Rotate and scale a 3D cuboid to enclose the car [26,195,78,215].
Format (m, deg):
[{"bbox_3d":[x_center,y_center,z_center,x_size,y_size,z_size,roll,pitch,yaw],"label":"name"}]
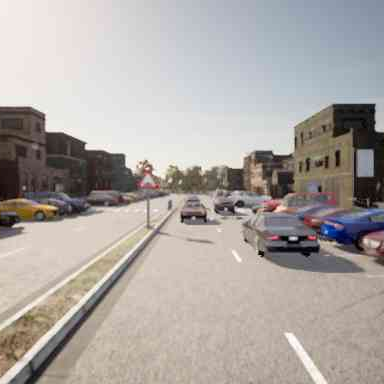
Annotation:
[{"bbox_3d":[-12.575,1.285,27.684,4.892,1.521,2.231,0,0,0],"label":"car"}]

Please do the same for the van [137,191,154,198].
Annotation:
[{"bbox_3d":[-12.369,0.629,88.825,4.442,1.987,1.878,0,0,0],"label":"van"}]

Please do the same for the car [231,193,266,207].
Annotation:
[{"bbox_3d":[7.707,1.060,45.798,4.553,1.767,2.185,0,0,0],"label":"car"}]

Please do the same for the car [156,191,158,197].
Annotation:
[{"bbox_3d":[-12.305,0.864,86.046,5.366,1.575,1.946,0,0,0],"label":"car"}]

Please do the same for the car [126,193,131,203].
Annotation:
[{"bbox_3d":[-12.545,1.136,52.699,4.674,1.452,2.002,0,0,0],"label":"car"}]

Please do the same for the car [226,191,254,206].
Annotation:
[{"bbox_3d":[7.702,0.955,43.162,5.566,2.045,2.435,0,0,0],"label":"car"}]

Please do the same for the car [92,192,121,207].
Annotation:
[{"bbox_3d":[-12.549,1.163,44.361,4.892,1.521,2.231,0,0,0],"label":"car"}]

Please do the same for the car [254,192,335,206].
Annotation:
[{"bbox_3d":[7.630,1.083,23.858,5.566,2.045,2.435,0,0,0],"label":"car"}]

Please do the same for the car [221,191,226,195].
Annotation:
[{"bbox_3d":[7.709,0.887,51.436,5.566,2.045,2.435,0,1,0],"label":"car"}]

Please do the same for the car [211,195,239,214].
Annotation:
[{"bbox_3d":[3.121,1.305,32.951,1.837,1.490,4.892,0,0,0],"label":"car"}]

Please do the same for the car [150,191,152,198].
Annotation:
[{"bbox_3d":[-12.497,0.912,77.711,4.892,1.521,2.231,0,0,0],"label":"car"}]

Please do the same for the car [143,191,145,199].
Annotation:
[{"bbox_3d":[-12.527,0.986,66.594,4.892,1.521,2.231,0,0,0],"label":"car"}]

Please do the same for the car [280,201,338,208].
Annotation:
[{"bbox_3d":[7.652,1.404,18.475,4.674,1.452,2.002,0,0,0],"label":"car"}]

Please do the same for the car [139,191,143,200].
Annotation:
[{"bbox_3d":[-12.521,1.007,63.818,5.008,1.535,2.097,0,0,0],"label":"car"}]

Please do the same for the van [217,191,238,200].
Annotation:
[{"bbox_3d":[7.814,0.734,73.495,4.442,1.987,1.878,0,0,0],"label":"van"}]

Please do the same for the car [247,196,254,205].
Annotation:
[{"bbox_3d":[7.634,1.332,29.376,4.792,1.488,2.163,0,0,0],"label":"car"}]

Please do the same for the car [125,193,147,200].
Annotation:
[{"bbox_3d":[-12.505,0.968,74.932,4.674,1.452,2.002,0,0,0],"label":"car"}]

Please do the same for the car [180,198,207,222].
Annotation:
[{"bbox_3d":[0.117,1.414,24.906,1.895,1.301,4.718,0,2,0],"label":"car"}]

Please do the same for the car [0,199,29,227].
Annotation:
[{"bbox_3d":[-12.607,1.342,19.229,5.008,1.535,2.097,0,0,0],"label":"car"}]

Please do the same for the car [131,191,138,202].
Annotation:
[{"bbox_3d":[-12.353,1.071,55.478,5.366,1.575,1.946,0,0,0],"label":"car"}]

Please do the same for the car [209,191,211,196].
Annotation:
[{"bbox_3d":[7.702,0.879,87.283,4.892,1.521,2.231,0,0,0],"label":"car"}]

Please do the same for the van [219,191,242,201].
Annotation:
[{"bbox_3d":[7.810,0.774,67.982,4.442,1.987,1.878,0,0,0],"label":"van"}]

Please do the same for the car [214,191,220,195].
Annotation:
[{"bbox_3d":[7.506,1.019,65.226,5.366,1.575,1.946,0,0,0],"label":"car"}]

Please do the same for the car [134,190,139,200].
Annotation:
[{"bbox_3d":[-12.561,0.903,61.035,4.553,1.767,2.185,0,0,0],"label":"car"}]

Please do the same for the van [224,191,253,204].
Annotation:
[{"bbox_3d":[7.566,0.889,54.194,4.442,1.987,1.878,0,0,0],"label":"van"}]

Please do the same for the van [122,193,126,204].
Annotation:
[{"bbox_3d":[-12.663,0.893,49.918,4.442,1.987,1.878,0,0,0],"label":"van"}]

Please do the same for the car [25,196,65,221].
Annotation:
[{"bbox_3d":[-12.591,1.303,24.904,5.008,1.535,2.097,0,0,0],"label":"car"}]

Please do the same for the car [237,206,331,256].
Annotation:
[{"bbox_3d":[3.109,1.462,12.708,2.033,1.411,5.357,0,0,0],"label":"car"}]

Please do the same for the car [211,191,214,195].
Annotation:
[{"bbox_3d":[7.728,0.690,76.253,5.566,2.045,2.435,0,0,0],"label":"car"}]

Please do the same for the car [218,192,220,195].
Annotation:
[{"bbox_3d":[7.686,1.084,62.469,4.674,1.452,2.002,0,0,0],"label":"car"}]

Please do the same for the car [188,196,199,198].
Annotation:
[{"bbox_3d":[0.132,1.248,40.913,1.837,1.490,4.892,0,0,0],"label":"car"}]

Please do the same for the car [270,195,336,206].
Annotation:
[{"bbox_3d":[7.625,1.225,21.101,4.553,1.767,2.185,0,0,0],"label":"car"}]

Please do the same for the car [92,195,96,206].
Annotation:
[{"bbox_3d":[-12.544,1.274,33.243,4.792,1.488,2.163,0,0,0],"label":"car"}]

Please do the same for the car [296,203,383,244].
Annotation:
[{"bbox_3d":[7.650,1.419,15.587,4.674,1.452,2.002,0,0,0],"label":"car"}]

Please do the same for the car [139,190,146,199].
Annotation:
[{"bbox_3d":[-12.485,0.839,69.371,4.553,1.767,2.185,0,0,0],"label":"car"}]

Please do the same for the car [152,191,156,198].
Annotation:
[{"bbox_3d":[-12.466,0.629,83.267,5.566,2.045,2.435,0,0,0],"label":"car"}]

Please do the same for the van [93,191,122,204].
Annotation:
[{"bbox_3d":[-12.668,0.914,47.139,4.442,1.987,1.878,0,0,0],"label":"van"}]

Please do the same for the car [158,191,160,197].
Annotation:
[{"bbox_3d":[-12.453,0.592,91.602,5.566,2.045,2.435,0,0,0],"label":"car"}]

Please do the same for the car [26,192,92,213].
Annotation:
[{"bbox_3d":[-12.549,1.013,30.461,5.566,2.045,2.435,0,0,0],"label":"car"}]
